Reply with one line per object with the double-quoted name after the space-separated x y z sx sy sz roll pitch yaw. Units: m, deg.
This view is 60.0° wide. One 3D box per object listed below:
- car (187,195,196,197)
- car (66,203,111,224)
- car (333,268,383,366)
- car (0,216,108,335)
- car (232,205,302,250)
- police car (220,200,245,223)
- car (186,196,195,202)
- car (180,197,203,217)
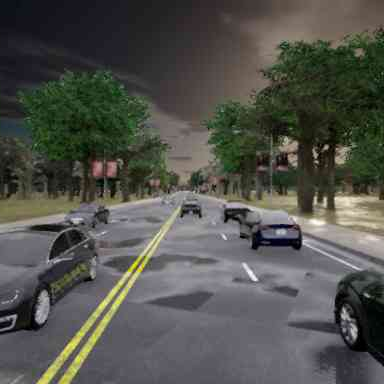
-0.085 1.341 54.914 2.097 1.767 4.553 0 0 0 "car"
-6.635 1.490 21.562 2.128 1.511 4.902 0 0 0 "car"
3.248 1.352 3.343 2.097 1.767 4.553 0 0 0 "car"
-3.357 1.504 6.943 1.837 1.490 4.892 0 0 0 "car"
3.232 1.503 14.409 2.163 1.488 4.792 0 0 0 "car"
3.205 1.424 25.494 1.930 1.638 5.238 0 0 0 "police car"
-0.313 1.530 73.906 1.994 1.385 4.181 0 0 0 "car"
-0.090 1.505 31.393 1.837 1.490 4.892 0 0 0 "car"
